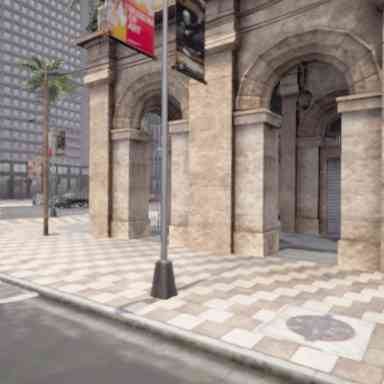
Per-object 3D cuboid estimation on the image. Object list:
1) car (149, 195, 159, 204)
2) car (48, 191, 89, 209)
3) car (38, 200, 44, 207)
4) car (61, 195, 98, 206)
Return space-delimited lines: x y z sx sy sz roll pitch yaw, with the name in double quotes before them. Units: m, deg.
"car" -7.583 1.173 55.380 1.882 1.535 5.008 1 0 36
"car" -14.160 0.944 40.250 2.150 2.045 5.566 1 0 36
"car" -17.019 1.186 42.267 2.128 1.511 4.902 1 0 36
"car" -16.301 1.184 48.577 2.161 1.482 4.786 1 0 35
